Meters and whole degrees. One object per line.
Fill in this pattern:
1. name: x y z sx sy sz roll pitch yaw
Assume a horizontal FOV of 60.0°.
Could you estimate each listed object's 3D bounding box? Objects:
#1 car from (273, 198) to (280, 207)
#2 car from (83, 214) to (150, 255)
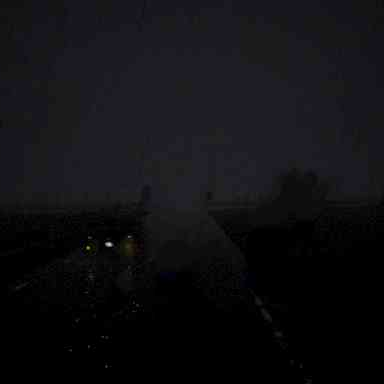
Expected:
1. car: 13.907 1.228 48.272 4.553 1.767 2.097 -1 0 1
2. car: -2.852 1.607 13.367 1.994 1.385 4.181 0 0 0
